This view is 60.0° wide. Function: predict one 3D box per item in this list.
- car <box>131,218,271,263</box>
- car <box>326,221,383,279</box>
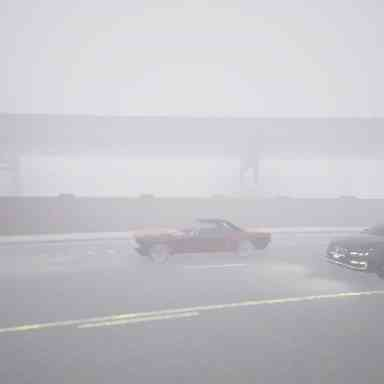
[{"bbox_3d":[0.237,1.601,11.689,4.718,1.301,1.895,0,0,-14],"label":"car"},{"bbox_3d":[6.293,1.496,9.486,4.892,1.490,1.837,0,0,-11],"label":"car"}]
